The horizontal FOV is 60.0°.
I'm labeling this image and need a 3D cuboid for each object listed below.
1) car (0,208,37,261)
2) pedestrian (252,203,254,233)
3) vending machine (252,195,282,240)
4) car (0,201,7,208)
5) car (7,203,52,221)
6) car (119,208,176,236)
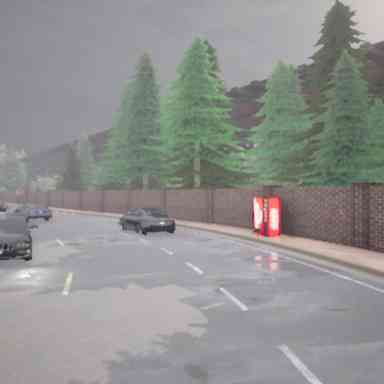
[{"bbox_3d":[-6.727,1.528,11.912,1.837,1.490,4.892,1,0,-27],"label":"car"},{"bbox_3d":[3.253,1.171,17.122,0.375,1.860,0.375,0,0,-26],"label":"pedestrian"},{"bbox_3d":[3.665,1.224,16.244,1.100,2.100,0.880,0,0,-25],"label":"vending machine"},{"bbox_3d":[-22.373,1.675,37.840,1.895,1.301,4.718,0,0,-41],"label":"car"},{"bbox_3d":[-13.036,1.600,26.977,2.033,1.411,5.357,0,0,-40],"label":"car"},{"bbox_3d":[-2.644,1.599,19.058,1.994,1.385,4.181,0,0,-32],"label":"car"}]
